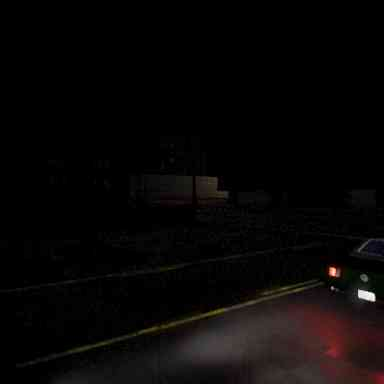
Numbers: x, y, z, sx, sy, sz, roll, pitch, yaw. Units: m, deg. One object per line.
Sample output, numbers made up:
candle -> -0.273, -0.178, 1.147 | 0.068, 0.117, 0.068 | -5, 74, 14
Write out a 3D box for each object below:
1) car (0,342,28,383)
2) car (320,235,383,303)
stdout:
car -> -3.285, 1.596, 1.462 | 4.718, 1.301, 1.895 | 0, 0, -35
car -> 5.002, 1.623, 7.422 | 4.718, 1.301, 1.895 | 0, 0, -36
